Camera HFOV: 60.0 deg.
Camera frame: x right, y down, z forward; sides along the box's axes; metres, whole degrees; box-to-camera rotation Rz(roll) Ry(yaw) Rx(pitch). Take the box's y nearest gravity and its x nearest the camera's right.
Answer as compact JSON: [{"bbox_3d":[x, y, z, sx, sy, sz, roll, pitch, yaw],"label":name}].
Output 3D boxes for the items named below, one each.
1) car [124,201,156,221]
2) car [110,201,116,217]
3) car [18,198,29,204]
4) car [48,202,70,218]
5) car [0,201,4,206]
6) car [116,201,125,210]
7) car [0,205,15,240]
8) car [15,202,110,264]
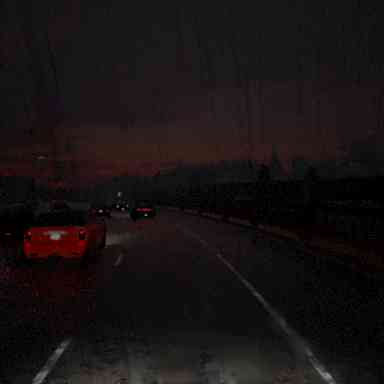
[{"bbox_3d":[-4.280,1.608,28.387,2.128,1.511,4.902,0,0,-16],"label":"car"},{"bbox_3d":[-8.575,1.693,30.769,2.033,1.411,5.357,0,0,-18],"label":"car"},{"bbox_3d":[-38.298,2.096,75.855,1.994,1.385,4.181,0,-1,-23],"label":"car"},{"bbox_3d":[-13.413,1.744,33.767,1.994,1.385,4.181,0,0,-20],"label":"car"},{"bbox_3d":[-22.839,1.754,38.313,1.837,1.490,4.892,0,-1,-22],"label":"car"},{"bbox_3d":[-9.161,1.790,42.223,1.895,1.301,4.718,0,0,-22],"label":"car"},{"bbox_3d":[-8.580,1.592,16.241,1.837,1.490,4.892,0,0,-10],"label":"car"},{"bbox_3d":[-4.473,1.410,12.330,2.097,1.767,4.553,0,0,-7],"label":"car"}]
